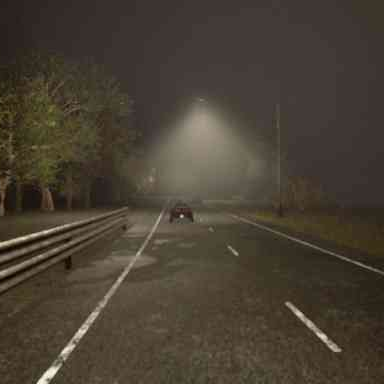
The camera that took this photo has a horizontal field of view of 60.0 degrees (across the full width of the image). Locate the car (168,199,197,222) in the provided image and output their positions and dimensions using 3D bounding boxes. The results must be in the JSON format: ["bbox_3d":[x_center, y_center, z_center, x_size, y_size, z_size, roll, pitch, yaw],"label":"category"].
[{"bbox_3d":[-0.894,1.564,27.318,1.837,1.490,4.892,0,0,-3],"label":"car"}]

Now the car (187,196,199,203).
[{"bbox_3d":[0.151,1.507,68.517,2.033,1.411,5.357,0,0,-3],"label":"car"}]

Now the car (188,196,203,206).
[{"bbox_3d":[0.727,1.457,58.496,2.097,1.767,4.553,0,0,-3],"label":"car"}]
